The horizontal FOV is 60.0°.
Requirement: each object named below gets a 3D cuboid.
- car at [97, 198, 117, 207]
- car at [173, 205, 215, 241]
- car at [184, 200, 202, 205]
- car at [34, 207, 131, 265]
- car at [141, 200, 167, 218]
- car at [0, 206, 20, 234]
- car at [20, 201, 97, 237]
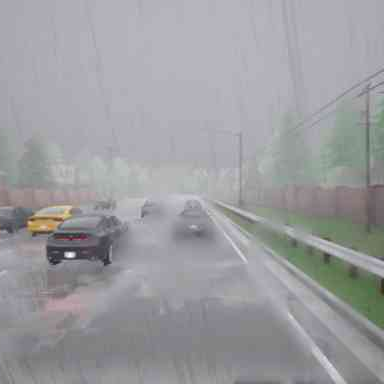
[{"bbox_3d":[-10.393,1.482,40.240,1.837,1.490,4.892,0,0,0],"label":"car"},{"bbox_3d":[0.103,1.554,16.794,1.994,1.385,4.181,0,0,0],"label":"car"},{"bbox_3d":[0.104,1.528,35.275,2.033,1.411,5.357,0,0,0],"label":"car"},{"bbox_3d":[-3.398,1.498,11.689,1.837,1.490,4.892,0,0,0],"label":"car"},{"bbox_3d":[-3.395,1.474,30.040,2.128,1.511,4.902,0,0,0],"label":"car"},{"bbox_3d":[-10.397,1.536,19.204,2.033,1.411,5.357,0,0,0],"label":"car"},{"bbox_3d":[-6.897,1.467,17.881,1.882,1.535,5.008,0,0,0],"label":"car"}]
